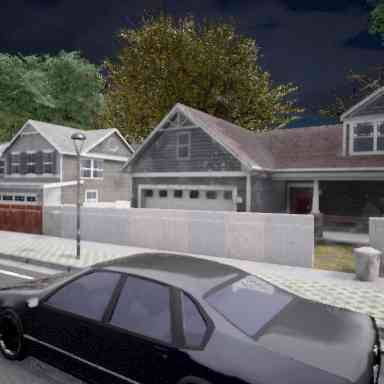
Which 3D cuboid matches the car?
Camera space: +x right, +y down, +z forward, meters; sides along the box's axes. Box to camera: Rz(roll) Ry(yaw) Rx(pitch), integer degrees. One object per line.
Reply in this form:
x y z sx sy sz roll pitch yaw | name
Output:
-0.549 1.544 4.220 5.357 1.411 2.033 0 0 33 | car
